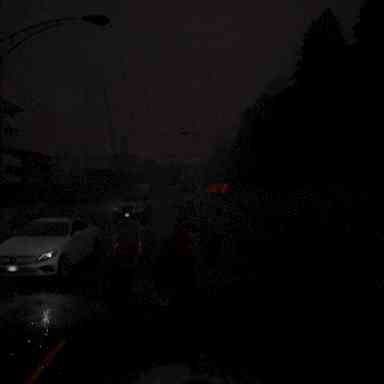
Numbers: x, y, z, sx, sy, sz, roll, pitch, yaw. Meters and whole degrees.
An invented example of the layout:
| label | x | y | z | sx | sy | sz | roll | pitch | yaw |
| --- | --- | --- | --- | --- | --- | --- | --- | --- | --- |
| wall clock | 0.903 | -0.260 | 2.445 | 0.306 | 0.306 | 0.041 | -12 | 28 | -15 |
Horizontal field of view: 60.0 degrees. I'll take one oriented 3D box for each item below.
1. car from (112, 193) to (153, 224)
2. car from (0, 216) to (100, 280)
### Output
| label | x | y | z | sx | sy | sz | roll | pitch | yaw |
| --- | --- | --- | --- | --- | --- | --- | --- | --- | --- |
| car | -4.097 | 1.099 | 23.835 | 2.150 | 2.045 | 5.566 | 0 | 0 | 0 |
| car | -4.105 | 1.474 | 9.936 | 1.812 | 1.442 | 4.674 | 0 | 0 | 0 |
